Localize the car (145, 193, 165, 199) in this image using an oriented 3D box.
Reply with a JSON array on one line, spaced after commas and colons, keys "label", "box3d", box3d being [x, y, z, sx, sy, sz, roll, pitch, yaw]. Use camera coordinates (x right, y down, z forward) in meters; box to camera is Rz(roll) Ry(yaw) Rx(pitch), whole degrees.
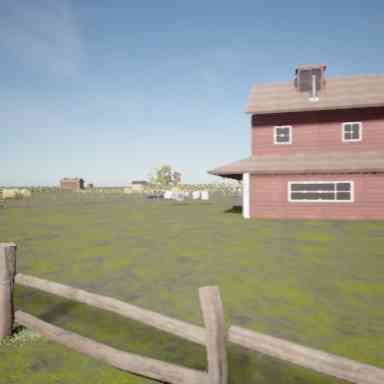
[{"label": "car", "box3d": [-6.713, 0.771, 63.422, 1.895, 1.301, 4.718, 0, 1, 43]}]
